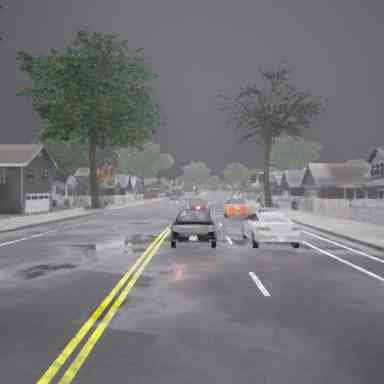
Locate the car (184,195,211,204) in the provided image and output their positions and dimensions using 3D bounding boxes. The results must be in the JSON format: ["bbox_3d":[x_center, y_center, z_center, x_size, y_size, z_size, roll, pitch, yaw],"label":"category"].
[{"bbox_3d":[0.585,1.351,29.545,2.097,1.767,4.553,0,0,2],"label":"car"}]

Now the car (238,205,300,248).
[{"bbox_3d":[3.342,1.529,14.556,1.812,1.442,4.674,0,0,1],"label":"car"}]

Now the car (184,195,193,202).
[{"bbox_3d":[-0.785,1.402,75.985,1.812,1.442,4.674,0,0,2],"label":"car"}]

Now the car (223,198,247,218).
[{"bbox_3d":[3.832,1.352,29.414,2.097,1.767,4.553,0,0,2],"label":"car"}]

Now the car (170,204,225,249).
[{"bbox_3d":[0.092,1.490,14.619,2.128,1.511,4.902,0,0,1],"label":"car"}]

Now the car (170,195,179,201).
[{"bbox_3d":[-4.030,1.376,76.148,1.837,1.490,4.892,0,0,2],"label":"car"}]
